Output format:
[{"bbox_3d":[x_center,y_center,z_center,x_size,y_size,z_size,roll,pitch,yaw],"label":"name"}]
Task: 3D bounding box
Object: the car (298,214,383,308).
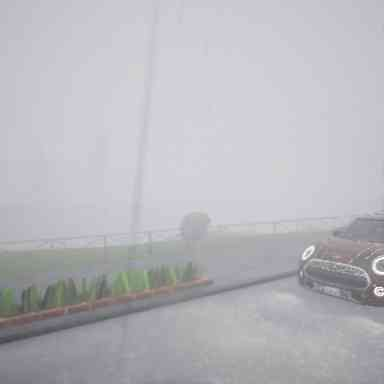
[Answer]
[{"bbox_3d":[4.571,1.336,7.795,4.553,1.767,2.097,0,0,-35],"label":"car"}]
